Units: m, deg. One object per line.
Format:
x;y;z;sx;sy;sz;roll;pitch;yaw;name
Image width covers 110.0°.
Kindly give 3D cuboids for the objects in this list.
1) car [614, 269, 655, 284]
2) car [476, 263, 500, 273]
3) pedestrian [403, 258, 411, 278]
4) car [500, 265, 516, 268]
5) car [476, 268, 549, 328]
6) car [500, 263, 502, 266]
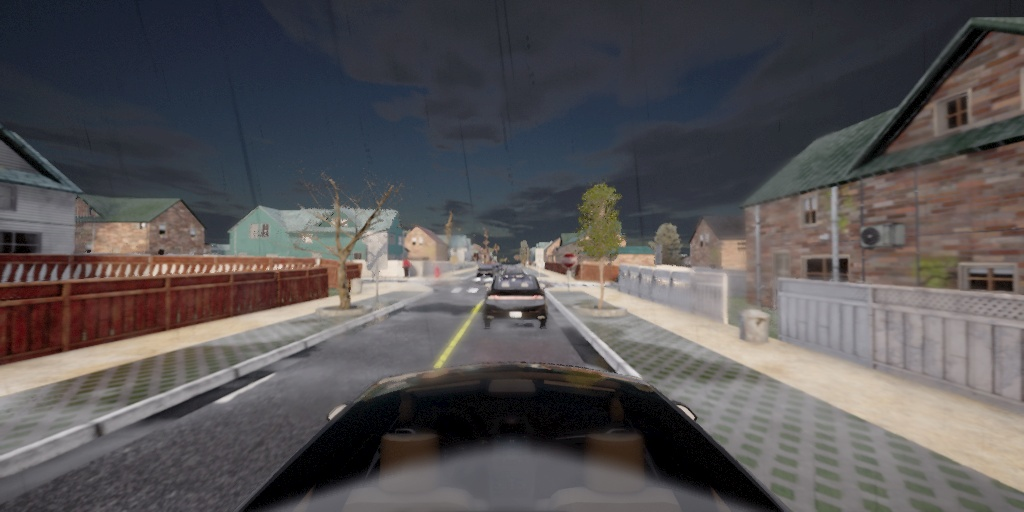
11.024;1.798;29.792;4.892;1.490;1.837;1;-1;1;car
-2.849;1.642;40.319;2.033;1.411;5.357;0;-1;1;car
-9.611;1.039;32.696;0.375;1.860;0.375;0;-3;0;pedestrian
0.140;1.671;32.326;1.895;1.301;4.718;0;0;0;car
0.103;1.323;11.694;2.128;1.511;4.902;0;0;0;car
-2.807;1.763;50.344;1.994;1.385;4.181;0;-1;1;car
